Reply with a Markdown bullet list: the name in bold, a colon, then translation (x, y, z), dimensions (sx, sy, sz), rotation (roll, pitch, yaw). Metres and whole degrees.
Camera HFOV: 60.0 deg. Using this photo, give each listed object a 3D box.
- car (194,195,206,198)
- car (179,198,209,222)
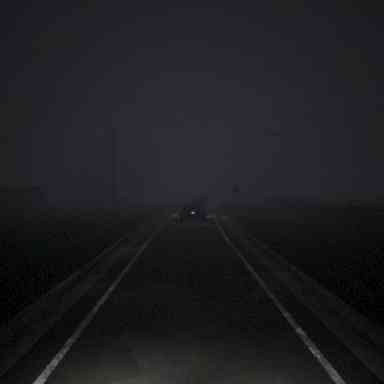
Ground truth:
- **car**: translation (1.084, 1.184, 42.700), dimensions (1.837, 1.490, 4.892), rotation (-1, 1, 9)
- **car**: translation (0.121, 1.379, 24.682), dimensions (1.994, 1.385, 4.181), rotation (0, 0, 1)
